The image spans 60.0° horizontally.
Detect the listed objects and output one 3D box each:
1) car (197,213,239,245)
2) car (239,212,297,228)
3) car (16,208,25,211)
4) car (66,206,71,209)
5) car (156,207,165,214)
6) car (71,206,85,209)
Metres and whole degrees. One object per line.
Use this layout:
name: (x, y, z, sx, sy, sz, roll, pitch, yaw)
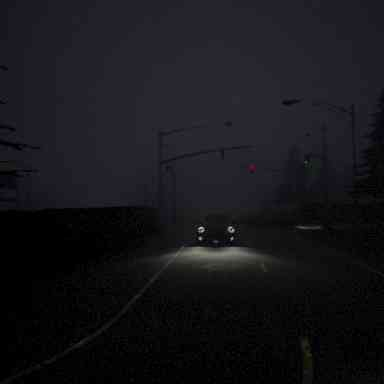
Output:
car: (1.467, 2.049, 19.386, 2.097, 1.767, 4.553, -1, -2, 6)
car: (6.852, 2.597, 30.781, 5.357, 1.411, 2.033, -1, -2, 6)
car: (-41.208, 4.486, 78.512, 2.152, 1.636, 5.027, -1, -2, 6)
car: (-28.488, 4.215, 77.159, 1.905, 1.878, 3.866, -1, -2, 6)
car: (-7.090, 4.194, 75.144, 1.845, 1.501, 3.633, -1, -2, 6)
car: (-25.555, 4.205, 77.260, 1.932, 1.855, 4.605, -1, -2, 6)
